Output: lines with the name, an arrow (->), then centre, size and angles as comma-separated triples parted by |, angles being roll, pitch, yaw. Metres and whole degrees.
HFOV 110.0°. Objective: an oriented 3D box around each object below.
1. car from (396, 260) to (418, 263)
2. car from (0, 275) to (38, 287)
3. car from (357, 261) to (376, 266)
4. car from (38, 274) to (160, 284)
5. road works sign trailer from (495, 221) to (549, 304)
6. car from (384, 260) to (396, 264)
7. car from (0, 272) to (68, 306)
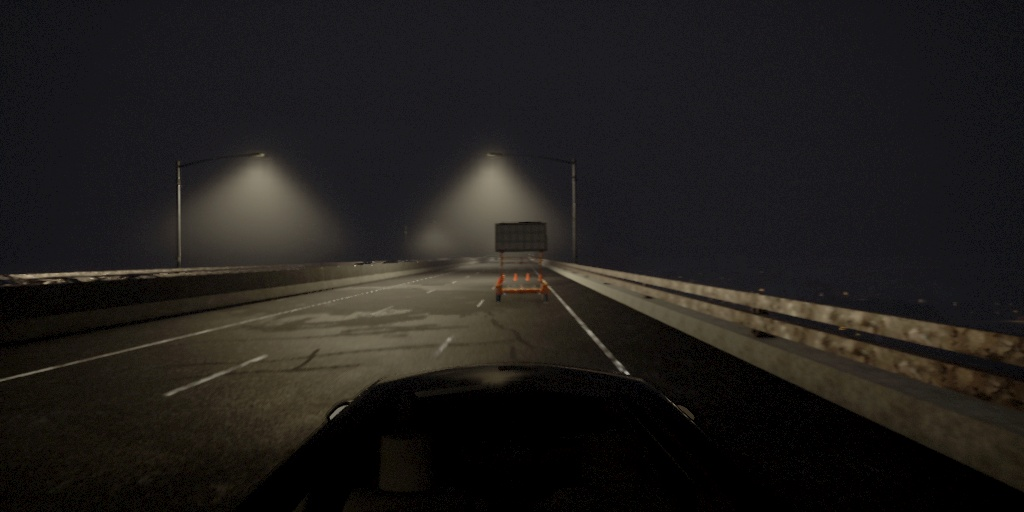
car -> -15.997, 1.400, 56.820 | 2.128, 1.511, 4.902 | -1, 0, 2
car -> -20.659, 1.577, 16.327 | 1.895, 1.301, 4.718 | -1, 0, 2
car -> -22.991, 1.545, 56.822 | 1.994, 1.385, 4.181 | -1, 0, 2
car -> -17.165, 1.501, 15.927 | 1.994, 1.385, 4.181 | -1, 0, 2
road works sign trailer -> 0.448, 0.209, 16.440 | 2.380, 3.560, 2.880 | 0, 0, 2
car -> -19.453, 1.418, 58.074 | 1.882, 1.535, 5.008 | -1, 0, 2
car -> -24.168, 1.562, 15.980 | 2.033, 1.411, 5.357 | -1, 0, 2
